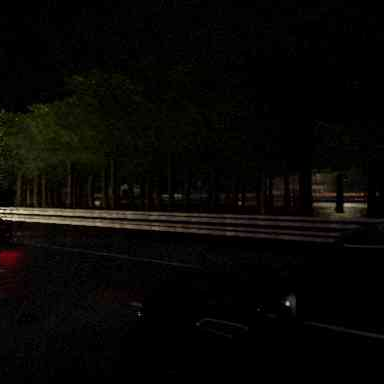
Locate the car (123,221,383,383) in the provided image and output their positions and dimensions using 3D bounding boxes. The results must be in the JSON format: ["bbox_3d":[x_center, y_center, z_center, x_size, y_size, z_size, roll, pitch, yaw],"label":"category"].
[{"bbox_3d":[1.952,1.217,2.582,5.566,2.045,2.150,-1,0,35],"label":"car"}]

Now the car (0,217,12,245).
[{"bbox_3d":[-10.079,1.662,15.036,4.892,1.490,1.837,-1,0,33],"label":"car"}]
